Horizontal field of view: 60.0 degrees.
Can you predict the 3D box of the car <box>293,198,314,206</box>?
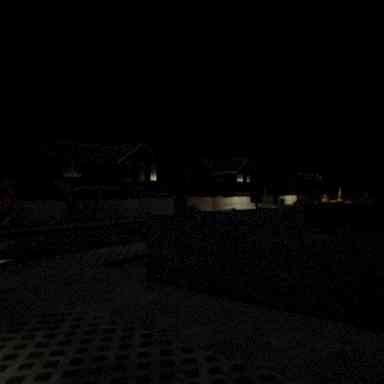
[{"bbox_3d":[15.406,1.483,45.882,1.994,1.385,4.181,0,0,36],"label":"car"}]
